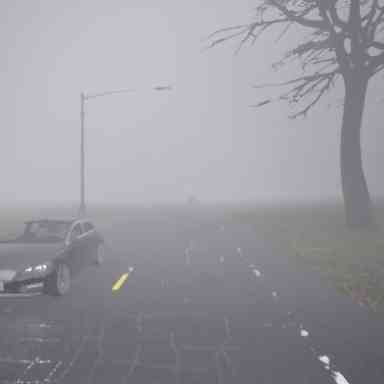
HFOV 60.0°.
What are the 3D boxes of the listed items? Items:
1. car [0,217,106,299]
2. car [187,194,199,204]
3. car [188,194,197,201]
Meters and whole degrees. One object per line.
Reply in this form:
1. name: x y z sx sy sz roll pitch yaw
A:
1. car: -3.593 1.434 8.483 2.128 1.511 4.902 0 0 0
2. car: 0.128 1.204 53.078 2.033 1.411 5.357 0 0 0
3. car: 0.036 1.081 68.491 1.812 1.442 4.674 0 0 0
